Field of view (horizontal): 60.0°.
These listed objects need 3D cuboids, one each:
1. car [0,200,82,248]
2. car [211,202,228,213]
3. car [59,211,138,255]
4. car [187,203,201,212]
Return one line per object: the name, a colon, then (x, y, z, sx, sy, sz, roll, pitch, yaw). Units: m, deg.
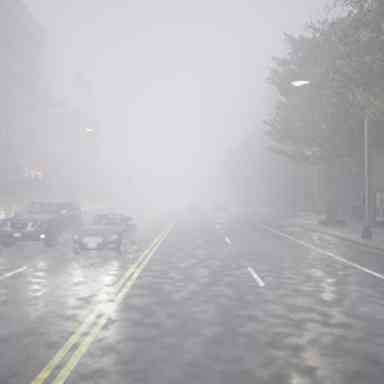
car: (-6.999, 1.413, 16.162, 2.150, 2.045, 5.566, 0, -1, 1)
car: (3.764, 2.100, 45.774, 1.994, 1.385, 4.181, 0, -1, 0)
car: (-3.520, 1.659, 14.229, 2.128, 1.511, 4.902, 0, -1, 1)
car: (0.269, 2.147, 46.686, 1.895, 1.301, 4.718, 0, -1, 0)
